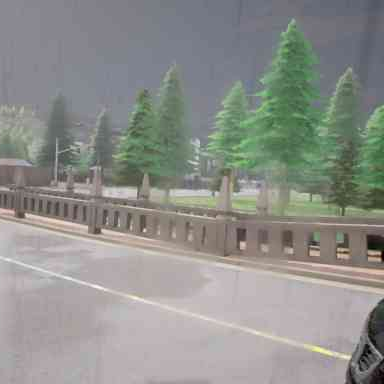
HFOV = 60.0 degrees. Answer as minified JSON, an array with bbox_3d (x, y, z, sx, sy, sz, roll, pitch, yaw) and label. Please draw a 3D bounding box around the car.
[{"bbox_3d":[3.674,1.216,1.371,5.566,2.045,2.150,0,0,35],"label":"car"}]
